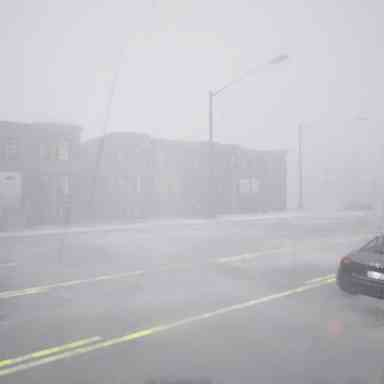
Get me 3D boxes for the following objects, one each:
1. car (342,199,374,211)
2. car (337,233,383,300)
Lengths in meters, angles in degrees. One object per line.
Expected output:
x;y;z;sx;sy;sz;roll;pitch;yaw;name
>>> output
20.448;1.604;41.282;2.033;1.411;5.357;0;0;4;car
5.175;1.571;7.570;4.181;1.385;1.994;0;0;-36;car
